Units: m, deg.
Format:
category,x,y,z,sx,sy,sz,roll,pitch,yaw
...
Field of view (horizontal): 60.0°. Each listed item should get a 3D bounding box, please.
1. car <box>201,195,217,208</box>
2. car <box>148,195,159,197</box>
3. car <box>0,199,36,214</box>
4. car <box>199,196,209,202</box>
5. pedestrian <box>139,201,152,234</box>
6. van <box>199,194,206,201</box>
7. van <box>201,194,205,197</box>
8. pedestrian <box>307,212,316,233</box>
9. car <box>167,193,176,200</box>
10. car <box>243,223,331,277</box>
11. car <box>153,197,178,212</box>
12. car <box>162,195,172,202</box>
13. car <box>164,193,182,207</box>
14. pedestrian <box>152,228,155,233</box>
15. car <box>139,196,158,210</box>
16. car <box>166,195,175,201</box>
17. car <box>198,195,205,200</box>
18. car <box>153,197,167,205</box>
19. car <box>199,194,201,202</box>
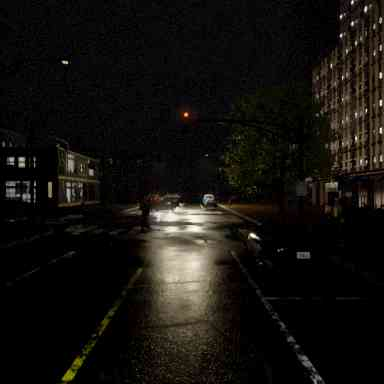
category,x,y,z,sx,sy,sz,roll,pitch,yaw
car,2.707,1.529,48.322,1.752,1.417,4.829,0,0,0
car,-5.672,1.318,48.153,2.192,1.841,5.009,0,0,0
car,-17.260,1.372,31.608,4.507,1.381,1.887,1,-1,-1
car,2.715,1.572,75.908,1.947,1.339,4.313,0,0,0
pedestrian,-2.483,1.295,17.803,0.375,1.860,0.375,0,0,0
van,2.720,1.349,87.010,1.690,1.788,3.998,0,0,0
van,2.710,1.345,53.704,1.690,1.788,3.998,0,0,0
pedestrian,6.162,1.522,17.092,0.500,1.100,0.500,0,0,0
car,-5.660,1.324,92.561,2.192,1.841,5.009,0,0,0
car,2.697,1.566,10.123,1.947,1.339,4.313,0,0,0
car,-3.085,1.567,38.917,1.994,1.385,4.181,0,0,0
car,-5.665,1.532,75.738,1.752,1.417,4.829,0,0,0
car,-3.078,1.229,52.236,2.150,2.045,5.566,0,0,0
pedestrian,-2.319,1.675,18.394,0.500,1.100,0.500,0,0,0
car,-5.675,1.585,42.602,1.802,1.307,4.206,0,0,0
car,-5.662,1.559,87.010,2.008,1.369,4.403,0,0,0
car,2.721,1.534,92.731,1.752,1.417,4.829,0,0,0
car,-5.670,1.555,59.255,2.008,1.369,4.403,0,0,0
car,2.712,1.556,64.806,2.008,1.369,4.403,0,0,0
